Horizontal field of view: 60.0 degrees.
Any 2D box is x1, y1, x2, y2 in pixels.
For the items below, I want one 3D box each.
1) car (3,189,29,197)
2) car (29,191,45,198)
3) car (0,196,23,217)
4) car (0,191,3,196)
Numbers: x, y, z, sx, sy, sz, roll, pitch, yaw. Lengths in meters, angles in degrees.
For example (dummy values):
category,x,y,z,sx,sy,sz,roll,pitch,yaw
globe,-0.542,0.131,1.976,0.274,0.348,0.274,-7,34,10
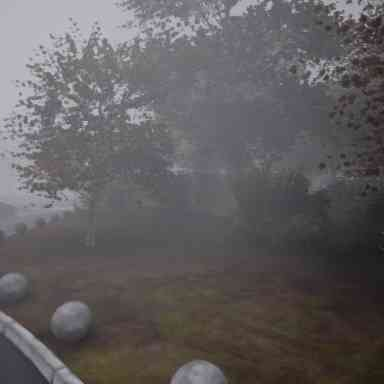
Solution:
category,x,y,z,sx,sy,sz,roll,pitch,yaw
car,-25.678,0.384,46.479,1.946,1.575,5.366,0,3,7
car,-25.048,0.130,51.962,1.946,1.575,5.366,0,3,7
car,-15.231,1.361,25.413,1.837,1.490,4.892,0,2,-2
car,-26.318,0.641,40.999,1.946,1.575,5.366,0,3,7
